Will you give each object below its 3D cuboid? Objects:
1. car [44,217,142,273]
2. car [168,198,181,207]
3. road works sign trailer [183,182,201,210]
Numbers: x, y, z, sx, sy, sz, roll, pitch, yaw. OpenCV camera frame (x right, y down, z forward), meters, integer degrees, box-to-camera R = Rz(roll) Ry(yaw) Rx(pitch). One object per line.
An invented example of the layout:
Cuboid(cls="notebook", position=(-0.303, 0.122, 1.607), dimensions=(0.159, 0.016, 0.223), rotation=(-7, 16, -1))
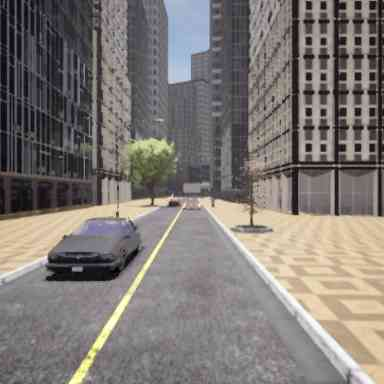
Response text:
Cuboid(cls="car", position=(-2.850, 1.548, 10.955), dimensions=(2.033, 1.411, 5.357), rotation=(0, 0, 0))
Cuboid(cls="car", position=(-2.808, 1.666, 53.457), dimensions=(1.895, 1.301, 4.718), rotation=(0, 0, 1))
Cuboid(cls="road works sign trailer", position=(-0.002, 0.511, 43.830), dimensions=(2.380, 3.560, 2.880), rotation=(0, 0, 0))
